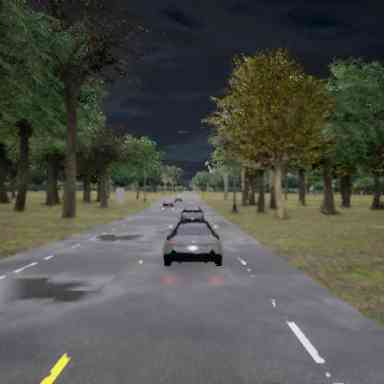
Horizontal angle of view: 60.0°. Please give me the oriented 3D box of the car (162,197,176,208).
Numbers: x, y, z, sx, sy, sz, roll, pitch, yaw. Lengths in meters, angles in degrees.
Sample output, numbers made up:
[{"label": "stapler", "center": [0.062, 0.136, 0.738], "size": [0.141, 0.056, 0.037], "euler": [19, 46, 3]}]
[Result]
[{"label": "car", "center": [-4.163, 1.944, 58.146], "size": [1.882, 1.535, 5.008], "euler": [0, 0, -5]}]

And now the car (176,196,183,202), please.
[{"label": "car", "center": [-3.363, 1.788, 81.410], "size": [1.812, 1.442, 4.674], "euler": [0, 0, -2]}]

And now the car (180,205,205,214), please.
[{"label": "car", "center": [0.047, 1.815, 27.325], "size": [2.128, 1.511, 4.902], "euler": [0, 0, 1]}]

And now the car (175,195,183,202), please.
[{"label": "car", "center": [-3.502, 1.742, 88.929], "size": [1.882, 1.535, 5.008], "euler": [0, 0, 0]}]

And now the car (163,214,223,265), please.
[{"label": "car", "center": [0.046, 1.724, 12.281], "size": [1.994, 1.385, 4.181], "euler": [0, -1, 1]}]
